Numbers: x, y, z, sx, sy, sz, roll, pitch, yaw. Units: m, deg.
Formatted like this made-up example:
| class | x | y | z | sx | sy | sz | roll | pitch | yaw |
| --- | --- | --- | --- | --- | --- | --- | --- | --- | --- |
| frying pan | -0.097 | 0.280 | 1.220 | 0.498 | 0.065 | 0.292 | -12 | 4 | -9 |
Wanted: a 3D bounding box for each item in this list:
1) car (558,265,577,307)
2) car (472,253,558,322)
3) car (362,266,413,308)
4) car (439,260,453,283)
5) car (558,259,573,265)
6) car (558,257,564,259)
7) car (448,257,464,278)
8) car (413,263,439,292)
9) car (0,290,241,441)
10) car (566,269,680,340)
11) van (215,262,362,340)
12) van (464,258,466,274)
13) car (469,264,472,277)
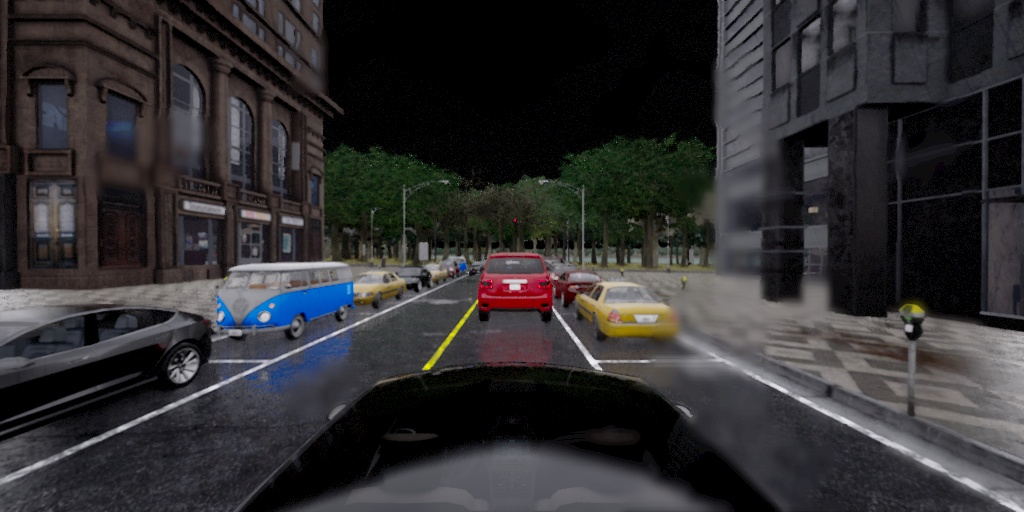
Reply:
| class | x | y | z | sx | sy | sz | roll | pitch | yaw |
| --- | --- | --- | --- | --- | --- | --- | --- | --- | --- |
| car | 2.783 | 1.246 | 14.978 | 1.888 | 1.381 | 4.507 | 0 | 0 | 0 |
| car | 0.113 | 0.930 | 12.227 | 2.150 | 2.045 | 5.566 | 0 | 0 | 1 |
| car | -5.743 | 1.227 | 14.824 | 1.751 | 1.417 | 4.829 | 0 | 0 | 0 |
| car | -5.724 | 1.189 | 25.699 | 1.751 | 1.417 | 4.829 | 0 | 0 | 0 |
| car | 2.792 | 1.121 | 20.415 | 1.967 | 1.591 | 4.097 | 0 | 0 | 0 |
| car | 2.802 | 0.977 | 25.853 | 2.192 | 1.841 | 5.009 | 0 | 0 | 0 |
| car | -5.714 | 1.085 | 31.306 | 1.967 | 1.591 | 4.097 | 0 | 0 | 0 |
| car | -5.733 | 1.248 | 20.431 | 1.948 | 1.339 | 4.313 | 0 | 0 | 0 |
| car | -5.762 | 1.307 | 4.118 | 1.948 | 1.339 | 4.313 | 0 | 0 | 0 |
| car | 2.773 | 1.246 | 9.710 | 1.751 | 1.417 | 4.829 | 0 | 0 | 0 |
| van | -5.752 | 1.062 | 9.556 | 1.690 | 1.789 | 3.998 | 0 | 0 | 0 |
| van | -5.704 | 0.967 | 36.743 | 1.690 | 1.789 | 3.998 | 0 | 0 | 0 |
| car | -2.946 | 1.135 | 34.120 | 1.837 | 1.490 | 4.892 | 0 | 0 | 0 |
